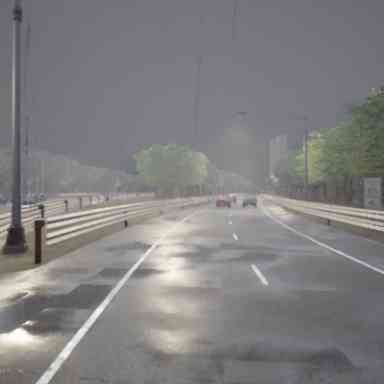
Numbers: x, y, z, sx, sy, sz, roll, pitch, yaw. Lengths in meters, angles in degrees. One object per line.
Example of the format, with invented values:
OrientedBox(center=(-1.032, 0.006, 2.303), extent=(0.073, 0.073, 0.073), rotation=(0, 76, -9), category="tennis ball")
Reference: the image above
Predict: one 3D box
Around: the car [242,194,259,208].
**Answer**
OrientedBox(center=(7.964, 1.382, 46.005), extent=(1.837, 1.490, 4.892), rotation=(0, 1, 11), category="car")

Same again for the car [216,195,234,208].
OrientedBox(center=(4.413, 1.339, 46.053), extent=(1.882, 1.535, 5.008), rotation=(0, 0, 11), category="car")

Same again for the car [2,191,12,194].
OrientedBox(center=(-28.234, 0.870, 52.519), extent=(2.150, 2.045, 5.566), rotation=(0, 0, -9), category="car")

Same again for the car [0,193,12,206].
OrientedBox(center=(-27.012, 1.241, 46.073), extent=(1.994, 1.385, 4.181), rotation=(0, 0, -10), category="car")

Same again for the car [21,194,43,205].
OrientedBox(center=(-23.930, 1.248, 49.264), extent=(1.994, 1.385, 4.181), rotation=(0, 0, -14), category="car")

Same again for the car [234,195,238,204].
OrientedBox(center=(7.243, 1.328, 61.017), extent=(2.128, 1.511, 4.902), rotation=(0, 0, 11), category="car")

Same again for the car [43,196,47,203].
OrientedBox(center=(-24.906, 1.166, 53.764), extent=(1.837, 1.490, 4.892), rotation=(0, 0, -9), category="car")
